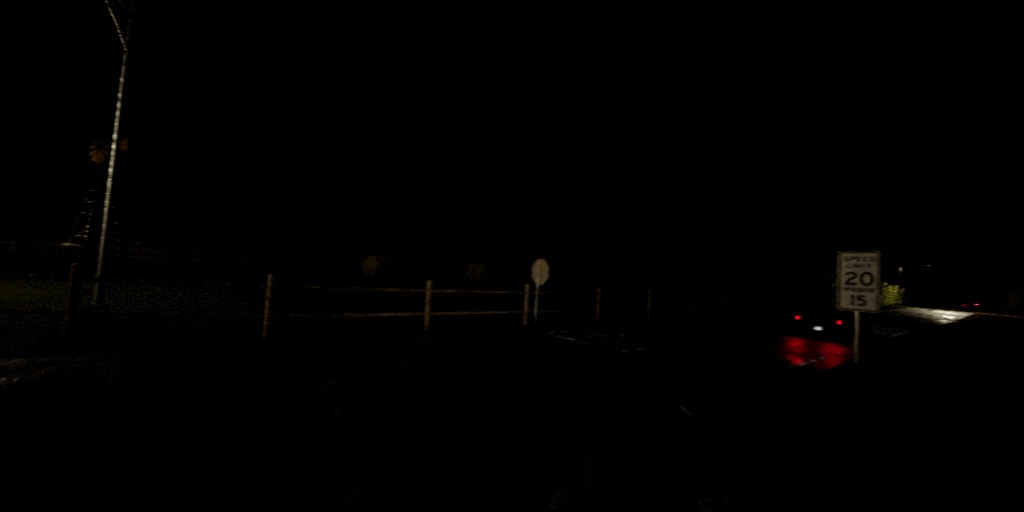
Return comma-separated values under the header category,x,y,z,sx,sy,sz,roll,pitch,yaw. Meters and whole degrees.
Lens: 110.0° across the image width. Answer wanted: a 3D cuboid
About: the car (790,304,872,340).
category,x,y,z,sx,sy,sz,roll,pitch,yaw
car,14.118,2.777,15.731,4.718,1.301,1.895,5,-3,-36
